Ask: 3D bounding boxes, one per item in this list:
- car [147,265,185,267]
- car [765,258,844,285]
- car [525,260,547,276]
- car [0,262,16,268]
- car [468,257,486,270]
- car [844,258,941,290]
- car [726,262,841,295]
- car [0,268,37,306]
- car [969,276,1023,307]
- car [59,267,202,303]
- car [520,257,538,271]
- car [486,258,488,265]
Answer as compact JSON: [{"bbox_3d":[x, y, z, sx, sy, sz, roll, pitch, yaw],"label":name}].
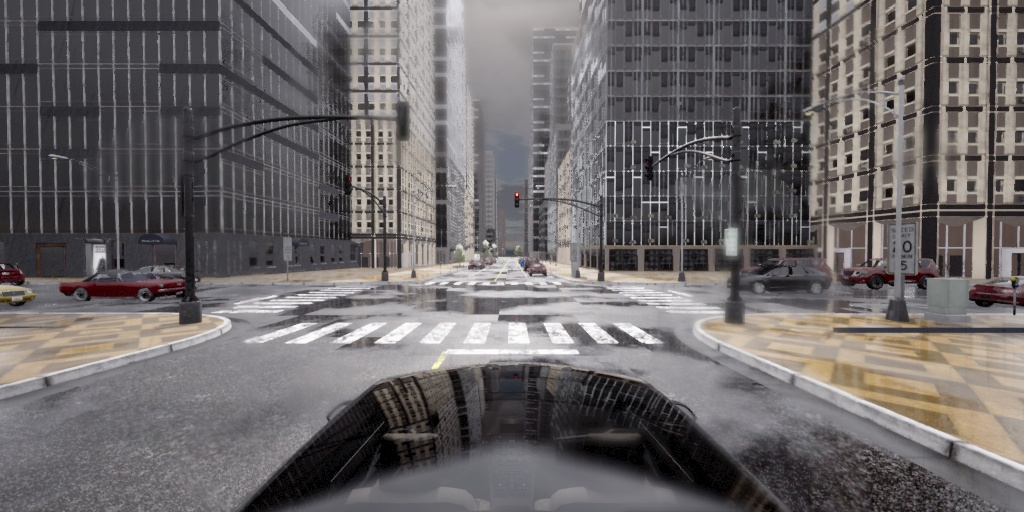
[{"bbox_3d":[-21.437,1.204,21.795,4.403,1.370,2.007,0,0,0],"label":"car"},{"bbox_3d":[16.574,1.024,21.858,5.009,1.841,2.192,0,0,0],"label":"car"},{"bbox_3d":[2.553,1.319,36.000,1.802,1.307,4.207,0,0,0],"label":"car"},{"bbox_3d":[-32.553,1.077,21.705,4.097,1.591,1.967,0,0,0],"label":"car"},{"bbox_3d":[-5.284,1.168,52.554,1.967,1.591,4.097,0,0,0],"label":"car"},{"bbox_3d":[22.905,1.032,21.868,5.009,1.841,2.192,0,0,0],"label":"car"},{"bbox_3d":[14.179,1.247,19.235,4.892,1.490,1.837,-1,1,1],"label":"car"},{"bbox_3d":[-21.253,1.301,13.656,4.829,1.417,1.751,0,0,0],"label":"car"},{"bbox_3d":[20.188,1.417,13.725,4.207,1.307,1.802,0,0,0],"label":"car"},{"bbox_3d":[-17.178,1.344,16.247,4.718,1.301,1.895,0,1,3],"label":"car"},{"bbox_3d":[2.581,1.046,47.050,2.192,1.841,5.009,0,0,0],"label":"car"},{"bbox_3d":[-5.281,1.306,58.079,1.802,1.307,4.207,0,0,0],"label":"car"}]
